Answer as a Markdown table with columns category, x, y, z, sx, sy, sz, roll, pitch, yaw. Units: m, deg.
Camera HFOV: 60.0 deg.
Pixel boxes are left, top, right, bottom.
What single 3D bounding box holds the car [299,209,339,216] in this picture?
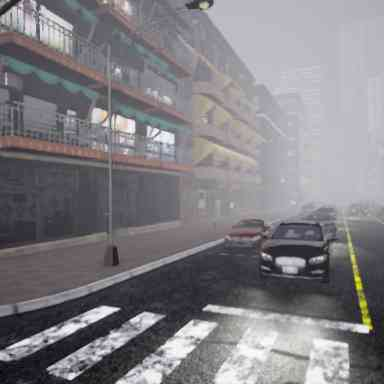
| category | x | y | z | sx | sy | sz | roll | pitch | yaw |
| --- | --- | --- | --- | --- | --- | --- | --- | --- | --- |
| car | 7.458 | 1.929 | 19.531 | 1.994 | 1.385 | 4.181 | -1 | -1 | 25 |

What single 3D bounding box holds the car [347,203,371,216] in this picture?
| category | x | y | z | sx | sy | sz | roll | pitch | yaw |
| --- | --- | --- | --- | --- | --- | --- | --- | --- | --- |
| car | 20.741 | 2.327 | 41.421 | 1.895 | 1.301 | 4.718 | -1 | -1 | 24 |

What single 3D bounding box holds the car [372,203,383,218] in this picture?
| category | x | y | z | sx | sy | sz | roll | pitch | yaw |
| --- | --- | --- | --- | --- | --- | --- | --- | --- | --- |
| car | 21.883 | 2.218 | 37.656 | 1.802 | 1.307 | 4.206 | -2 | -2 | 24 |

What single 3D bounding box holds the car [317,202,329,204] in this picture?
| category | x | y | z | sx | sy | sz | roll | pitch | yaw |
| --- | --- | --- | --- | --- | --- | --- | --- | --- | --- |
| car | 15.920 | 2.191 | 38.357 | 2.128 | 1.511 | 4.902 | -1 | -1 | 25 |

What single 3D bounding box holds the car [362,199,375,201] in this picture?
| category | x | y | z | sx | sy | sz | roll | pitch | yaw |
| --- | --- | --- | --- | --- | --- | --- | --- | --- | --- |
| car | 31.022 | 2.316 | 58.118 | 2.192 | 1.841 | 5.009 | -2 | -2 | 24 |

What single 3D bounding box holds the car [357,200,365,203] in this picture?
| category | x | y | z | sx | sy | sz | roll | pitch | yaw |
| --- | --- | --- | --- | --- | --- | --- | --- | --- | --- |
| car | 24.817 | 2.394 | 50.553 | 1.837 | 1.490 | 4.892 | -1 | -1 | 24 |

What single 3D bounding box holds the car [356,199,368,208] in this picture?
| category | x | y | z | sx | sy | sz | roll | pitch | yaw |
| --- | --- | --- | --- | --- | --- | --- | --- | --- | --- |
| car | 40.166 | 2.682 | 78.572 | 2.192 | 1.841 | 5.009 | -2 | -2 | 24 |

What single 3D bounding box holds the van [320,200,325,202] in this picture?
| category | x | y | z | sx | sy | sz | roll | pitch | yaw |
| --- | --- | --- | --- | --- | --- | --- | --- | --- | --- |
| van | 21.127 | 2.387 | 56.433 | 1.690 | 1.788 | 3.998 | -2 | -2 | 24 |

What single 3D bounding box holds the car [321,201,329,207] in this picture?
| category | x | y | z | sx | sy | sz | roll | pitch | yaw |
| --- | --- | --- | --- | --- | --- | --- | --- | --- | --- |
| car | 34.818 | 3.178 | 87.122 | 1.802 | 1.307 | 4.206 | -2 | -2 | 24 |

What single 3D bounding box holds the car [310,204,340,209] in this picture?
| category | x | y | z | sx | sy | sz | roll | pitch | yaw |
| --- | --- | --- | --- | --- | --- | --- | --- | --- | --- |
| car | 11.622 | 2.056 | 28.837 | 1.812 | 1.442 | 4.674 | -1 | -1 | 24 |

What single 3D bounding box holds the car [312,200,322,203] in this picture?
| category | x | y | z | sx | sy | sz | roll | pitch | yaw |
| --- | --- | --- | --- | --- | --- | --- | --- | --- | --- |
| car | 16.558 | 2.304 | 46.203 | 1.967 | 1.590 | 4.097 | -2 | -2 | 24 |

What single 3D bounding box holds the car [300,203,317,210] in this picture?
| category | x | y | z | sx | sy | sz | roll | pitch | yaw |
| --- | --- | --- | --- | --- | --- | --- | --- | --- | --- |
| car | 14.275 | 2.354 | 41.086 | 1.802 | 1.307 | 4.206 | -2 | -2 | 24 |

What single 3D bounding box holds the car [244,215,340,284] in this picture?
| category | x | y | z | sx | sy | sz | roll | pitch | yaw |
| --- | --- | --- | --- | --- | --- | --- | --- | --- | --- |
| car | 3.406 | 1.695 | 10.459 | 2.128 | 1.511 | 4.902 | -1 | -1 | 24 |

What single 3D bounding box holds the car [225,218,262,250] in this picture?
| category | x | y | z | sx | sy | sz | roll | pitch | yaw |
| --- | --- | --- | --- | --- | --- | --- | --- | --- | --- |
| car | 2.845 | 1.899 | 15.517 | 1.802 | 1.307 | 4.206 | -2 | -2 | 24 |

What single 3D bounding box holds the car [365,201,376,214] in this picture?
| category | x | y | z | sx | sy | sz | roll | pitch | yaw |
| --- | --- | --- | --- | --- | --- | --- | --- | --- | --- |
| car | 26.523 | 2.346 | 48.040 | 1.752 | 1.417 | 4.829 | -2 | -2 | 24 |

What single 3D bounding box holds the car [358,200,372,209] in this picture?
| category | x | y | z | sx | sy | sz | roll | pitch | yaw |
| --- | --- | --- | --- | --- | --- | --- | --- | --- | --- |
| car | 35.593 | 2.499 | 68.345 | 2.192 | 1.841 | 5.009 | -2 | -2 | 24 |
